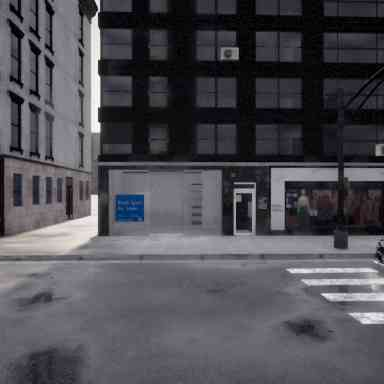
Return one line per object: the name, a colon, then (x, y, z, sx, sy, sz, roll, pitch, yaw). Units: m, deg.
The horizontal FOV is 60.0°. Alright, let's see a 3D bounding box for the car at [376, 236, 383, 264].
car: (7.728, 1.363, 9.378, 4.553, 1.767, 2.097, 0, 0, -5)
